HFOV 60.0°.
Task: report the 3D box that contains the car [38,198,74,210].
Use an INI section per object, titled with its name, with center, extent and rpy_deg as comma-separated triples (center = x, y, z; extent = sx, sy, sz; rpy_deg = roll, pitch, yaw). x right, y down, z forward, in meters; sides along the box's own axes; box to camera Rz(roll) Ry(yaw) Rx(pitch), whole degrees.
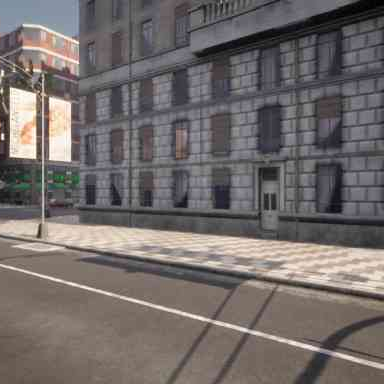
[car]
center = -18.094, 1.526, 44.427
extent = 1.812, 1.442, 4.674
rpy_deg = 0, 0, 36
